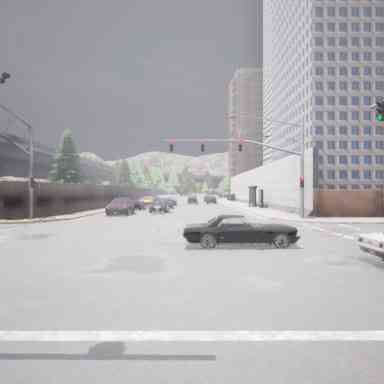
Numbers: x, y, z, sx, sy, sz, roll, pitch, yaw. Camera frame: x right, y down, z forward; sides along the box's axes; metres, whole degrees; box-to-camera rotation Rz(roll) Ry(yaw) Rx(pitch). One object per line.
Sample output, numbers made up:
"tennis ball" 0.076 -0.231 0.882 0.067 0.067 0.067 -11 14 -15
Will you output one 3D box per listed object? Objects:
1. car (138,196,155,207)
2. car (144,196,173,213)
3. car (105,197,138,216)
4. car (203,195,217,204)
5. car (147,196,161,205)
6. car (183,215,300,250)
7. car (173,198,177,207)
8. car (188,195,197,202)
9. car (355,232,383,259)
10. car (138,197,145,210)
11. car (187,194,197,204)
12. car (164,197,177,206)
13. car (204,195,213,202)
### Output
"car" -7.012 1.477 51.376 1.882 1.535 5.008 0 0 0
"car" -3.535 1.491 36.458 2.128 1.511 4.902 0 0 0
"car" -7.045 1.351 32.874 2.097 1.767 4.553 0 0 0
"car" 3.694 1.503 64.120 1.837 1.490 4.892 0 0 0
"car" -6.973 1.477 61.449 1.882 1.535 5.008 0 0 1
"car" 1.991 1.631 13.948 4.718 1.301 1.895 0 0 0
"car" -3.531 1.563 45.378 1.994 1.385 4.181 0 0 -1
"car" 0.109 1.326 74.467 1.837 1.490 4.892 0 0 0
"car" 7.889 1.646 10.452 4.718 1.301 1.895 0 0 0
"car" -7.032 1.600 41.860 1.895 1.301 4.718 0 0 0
"car" 0.094 1.477 64.245 1.882 1.535 5.008 0 0 0
"car" -3.496 1.600 55.360 1.895 1.301 4.718 0 0 0
"car" 3.610 1.499 74.516 1.837 1.490 4.892 0 0 0
